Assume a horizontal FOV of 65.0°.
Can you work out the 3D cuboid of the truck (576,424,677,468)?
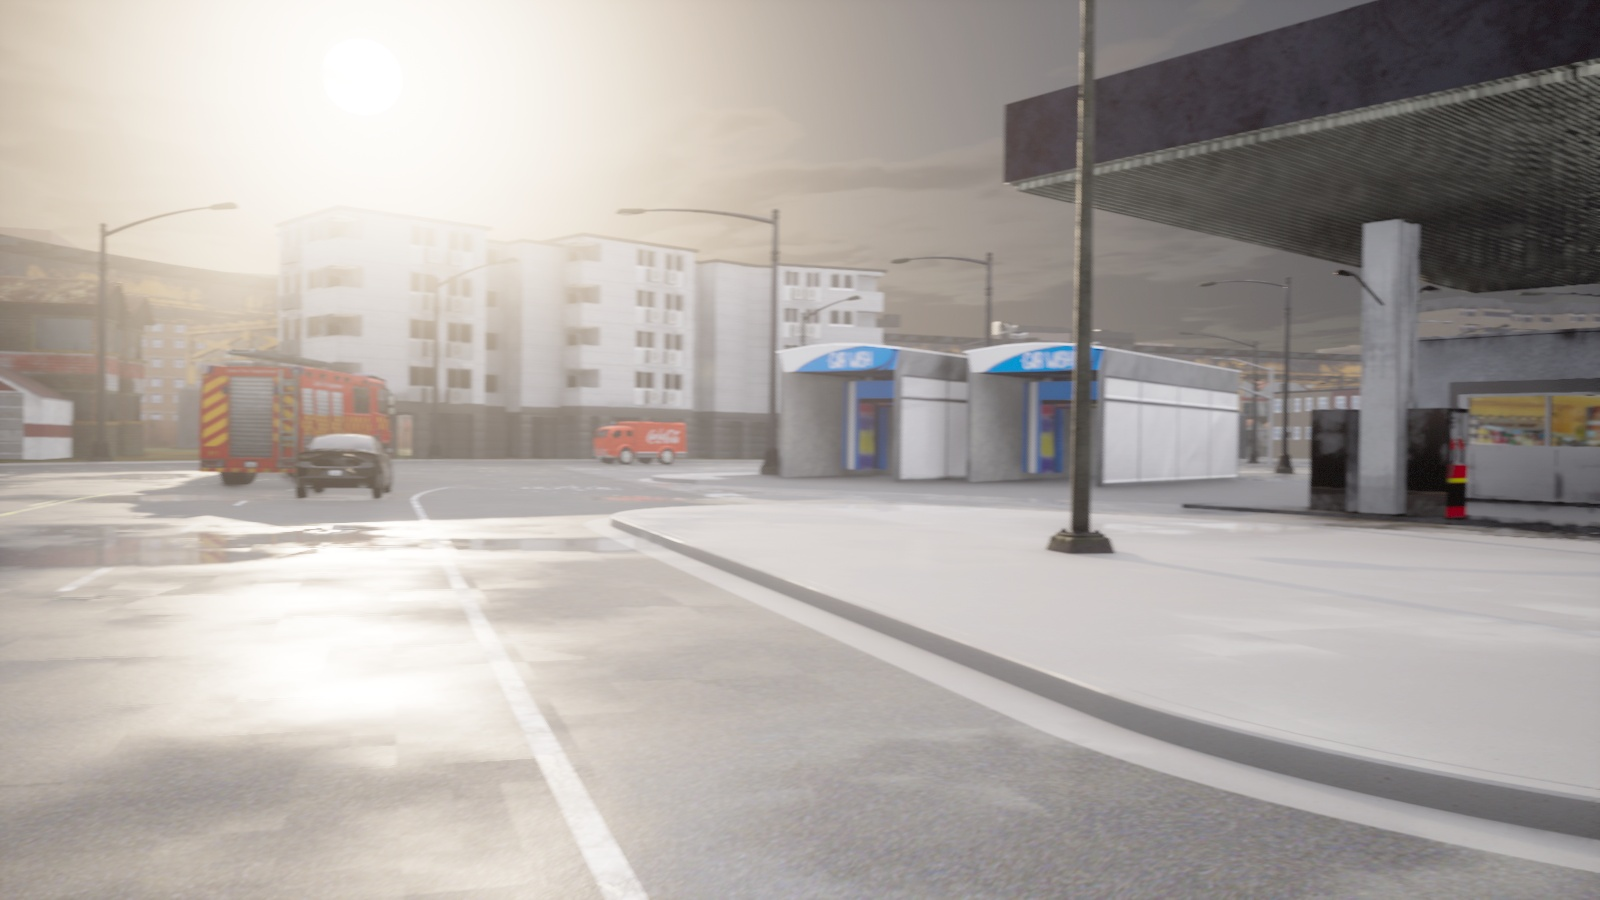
[{"bbox_3d":[-9.958,-0.241,72.261,5.204,2.467,2.627,-1,0,-41],"label":"truck"}]

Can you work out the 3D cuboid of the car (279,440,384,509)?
[{"bbox_3d":[-11.288,0.531,30.548,1.882,1.535,5.008,0,0,-15],"label":"car"}]

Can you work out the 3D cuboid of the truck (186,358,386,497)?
[{"bbox_3d":[-15.556,-0.657,38.845,2.891,3.827,8.468,0,0,-2],"label":"truck"}]
